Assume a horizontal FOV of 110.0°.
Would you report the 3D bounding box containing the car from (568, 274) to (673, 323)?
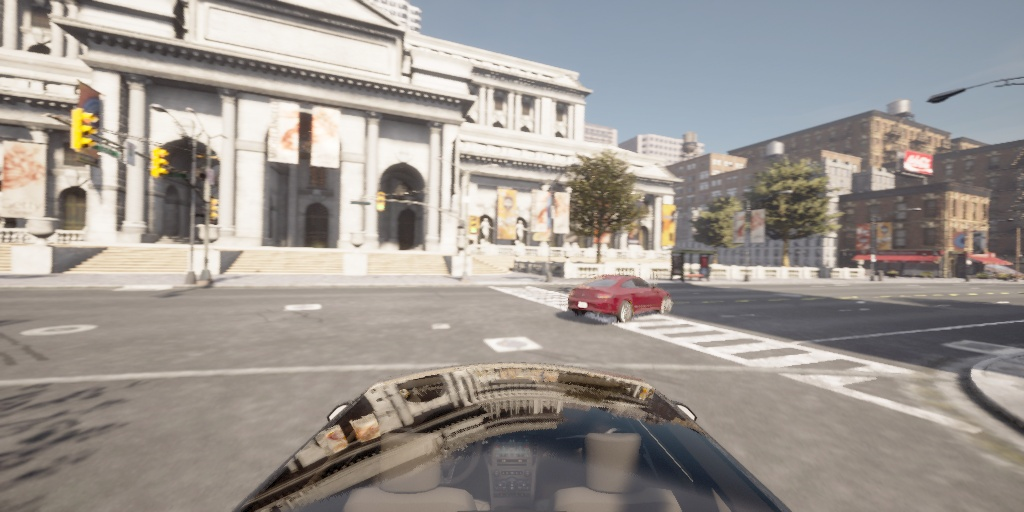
[{"bbox_3d":[3.844,1.366,12.532,4.674,1.442,1.812,1,-1,-43],"label":"car"}]
